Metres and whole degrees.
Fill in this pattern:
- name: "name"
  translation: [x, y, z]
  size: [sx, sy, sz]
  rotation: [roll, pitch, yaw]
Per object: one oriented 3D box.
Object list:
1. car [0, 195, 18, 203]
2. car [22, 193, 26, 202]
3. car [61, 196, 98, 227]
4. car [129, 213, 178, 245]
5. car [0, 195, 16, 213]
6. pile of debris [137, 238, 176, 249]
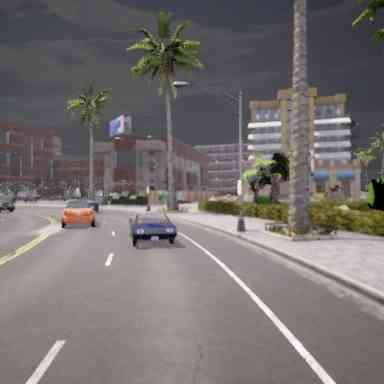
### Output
- name: "car"
  translation: [-41.709, 1.484, 74.329]
  size: [4.553, 1.767, 2.185]
  rotation: [0, 0, 16]
- name: "car"
  translation: [-39.679, 1.632, 81.652]
  size: [4.193, 1.474, 1.816]
  rotation: [0, 0, 16]
- name: "car"
  translation: [-8.022, 1.403, 23.398]
  size: [2.097, 1.767, 4.553]
  rotation: [0, 0, -20]
- name: "car"
  translation: [-2.003, 1.618, 15.750]
  size: [1.895, 1.301, 4.718]
  rotation: [0, 0, -13]
- name: "car"
  translation: [-22.191, 1.342, 37.875]
  size: [5.566, 2.045, 2.150]
  rotation: [0, 0, 41]
- name: "pile of debris"
  translation: [-1.563, 2.192, 14.302]
  size: [1.500, 0.140, 1.860]
  rotation: [0, 0, -12]
